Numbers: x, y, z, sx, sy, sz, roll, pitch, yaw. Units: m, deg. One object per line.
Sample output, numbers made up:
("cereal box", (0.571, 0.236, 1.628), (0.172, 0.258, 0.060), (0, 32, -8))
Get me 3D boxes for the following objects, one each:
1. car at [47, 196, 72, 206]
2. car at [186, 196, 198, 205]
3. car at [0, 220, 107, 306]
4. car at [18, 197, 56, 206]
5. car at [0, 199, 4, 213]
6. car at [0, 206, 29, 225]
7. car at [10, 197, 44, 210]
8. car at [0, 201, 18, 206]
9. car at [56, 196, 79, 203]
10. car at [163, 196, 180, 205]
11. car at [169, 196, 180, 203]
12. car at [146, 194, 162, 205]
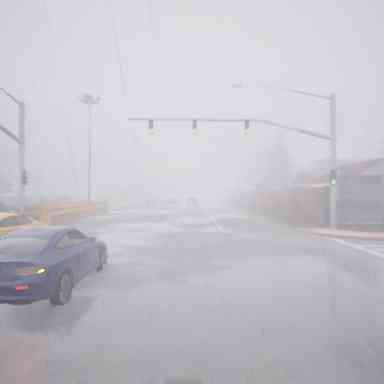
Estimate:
("car", (-20.997, 1.422, 52.910), (1.882, 1.535, 5.008), (0, 0, 0))
("car", (0.006, 1.444, 57.299), (1.837, 1.490, 4.892), (0, 0, 0))
("car", (-3.399, 1.517, 7.871), (1.812, 1.442, 4.674), (0, 0, 0))
("car", (-17.559, 1.486, 37.788), (1.812, 1.442, 4.674), (0, 0, 0))
("car", (-21.082, 1.491, 33.354), (1.812, 1.442, 4.674), (0, 0, 0))
("car", (-6.898, 1.465, 11.915), (1.882, 1.535, 5.008), (0, 0, 0))
("car", (-21.032, 1.460, 42.638), (1.837, 1.490, 4.892), (0, 0, 1))
("car", (-17.614, 1.462, 28.769), (2.128, 1.511, 4.902), (0, 0, -1))
("car", (-17.497, 1.514, 47.575), (1.994, 1.385, 4.181), (0, 0, 0))
("car", (-3.496, 1.503, 57.513), (1.994, 1.385, 4.181), (0, 0, 0))
("car", (-3.496, 1.475, 67.302), (2.033, 1.411, 5.357), (0, 0, 0))
("car", (-6.997, 1.485, 58.375), (2.033, 1.411, 5.357), (0, 0, 0))
